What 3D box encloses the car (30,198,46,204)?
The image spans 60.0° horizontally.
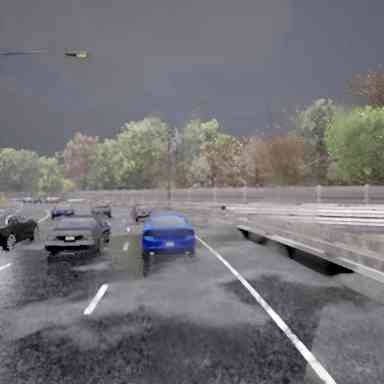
[{"bbox_3d":[-36.706,2.074,77.605,4.892,1.490,1.837,-1,-1,42],"label":"car"}]

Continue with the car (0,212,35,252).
[{"bbox_3d":[-8.225,1.630,14.463,2.128,1.511,4.902,0,0,-8],"label":"car"}]

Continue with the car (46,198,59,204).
[{"bbox_3d":[-33.874,2.198,79.812,4.718,1.301,1.895,-1,-1,42],"label":"car"}]

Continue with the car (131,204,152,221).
[{"bbox_3d":[-4.399,1.809,29.896,2.033,1.411,5.357,0,-1,-16],"label":"car"}]

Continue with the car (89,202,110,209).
[{"bbox_3d":[-9.406,1.796,34.066,2.128,1.511,4.902,0,-1,-19],"label":"car"}]

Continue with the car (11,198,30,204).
[{"bbox_3d":[-39.146,2.036,75.095,5.008,1.535,1.882,-1,-1,42],"label":"car"}]

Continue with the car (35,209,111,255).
[{"bbox_3d":[-4.577,1.674,14.002,2.033,1.411,5.357,0,0,-8],"label":"car"}]

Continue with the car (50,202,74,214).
[{"bbox_3d":[-12.383,1.893,32.072,1.895,1.301,4.718,0,-1,-18],"label":"car"}]

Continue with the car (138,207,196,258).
[{"bbox_3d":[-1.028,1.594,13.372,1.882,1.535,5.008,0,-1,-7],"label":"car"}]
